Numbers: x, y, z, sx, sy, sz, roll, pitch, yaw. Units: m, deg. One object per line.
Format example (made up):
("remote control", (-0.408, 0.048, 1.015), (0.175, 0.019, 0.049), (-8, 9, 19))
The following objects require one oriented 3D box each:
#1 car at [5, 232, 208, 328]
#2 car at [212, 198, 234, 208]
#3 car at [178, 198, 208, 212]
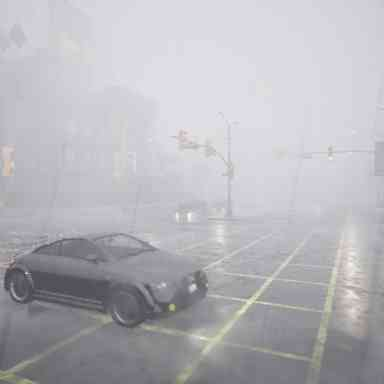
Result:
("car", (-1.796, 1.558, 6.894), (4.181, 1.385, 1.994), (0, 0, 25))
("car", (4.618, 1.601, 49.045), (1.895, 1.301, 4.718), (0, 0, 25))
("car", (0.160, 1.478, 39.531), (1.882, 1.535, 5.008), (0, 0, 27))
